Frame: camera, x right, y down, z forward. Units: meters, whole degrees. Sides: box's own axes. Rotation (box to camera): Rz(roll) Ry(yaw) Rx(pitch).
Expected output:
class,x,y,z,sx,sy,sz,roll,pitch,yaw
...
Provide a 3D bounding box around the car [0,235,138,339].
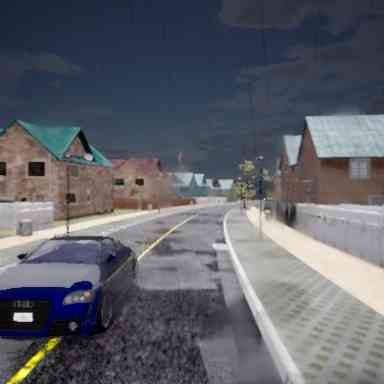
class,x,y,z,sx,sy,sz,roll,pitch,yaw
car,-2.352,1.600,6.707,1.994,1.385,4.181,0,0,1
